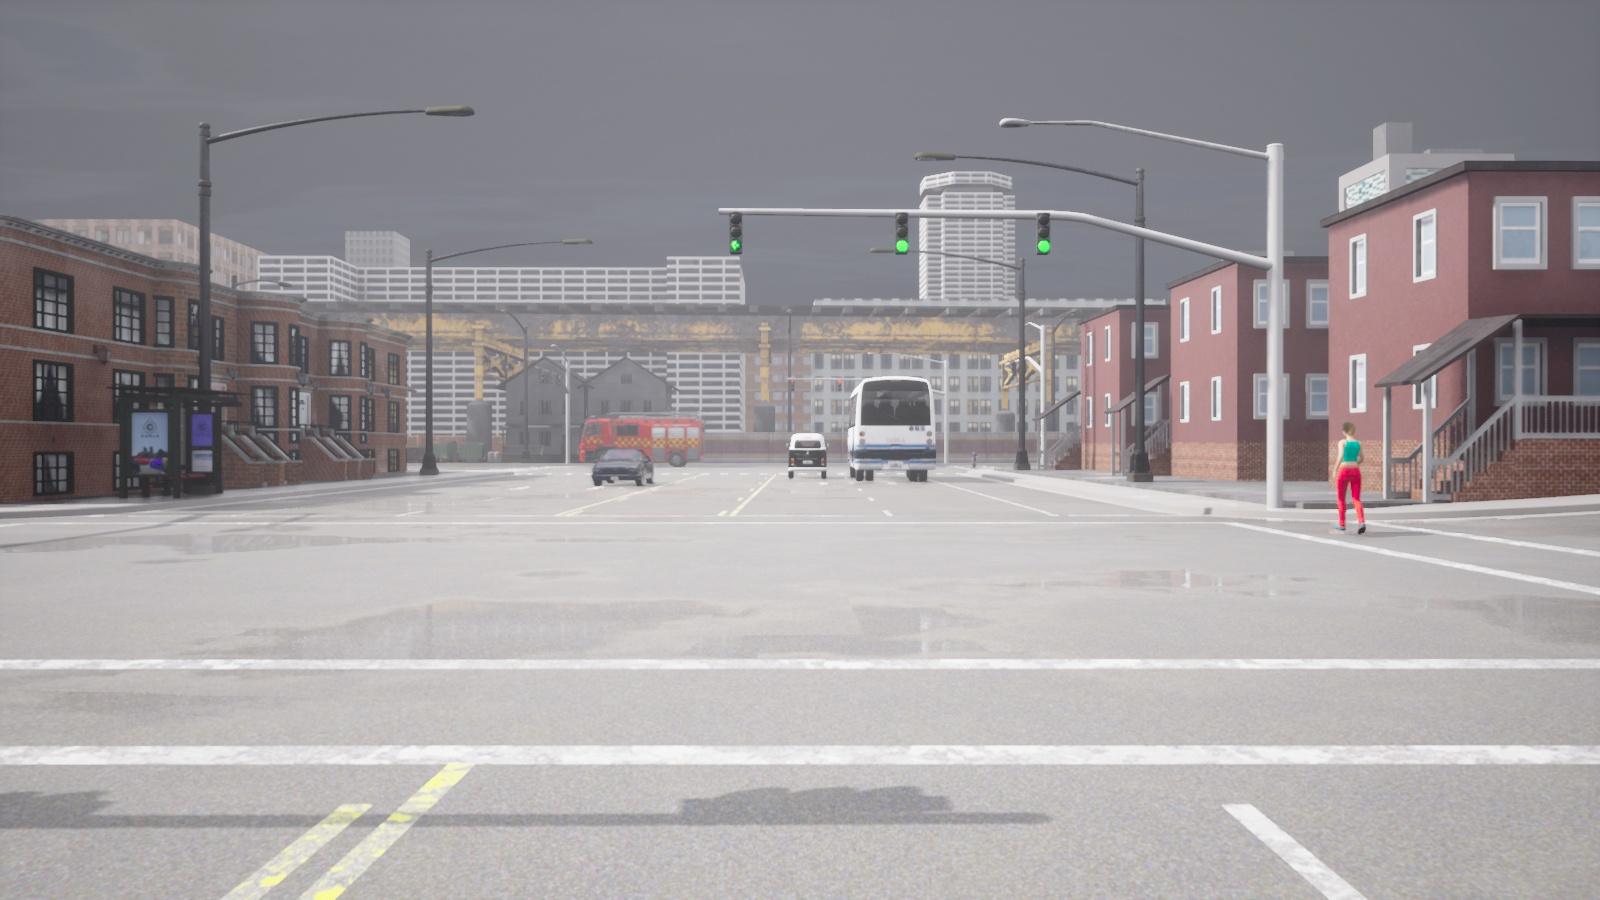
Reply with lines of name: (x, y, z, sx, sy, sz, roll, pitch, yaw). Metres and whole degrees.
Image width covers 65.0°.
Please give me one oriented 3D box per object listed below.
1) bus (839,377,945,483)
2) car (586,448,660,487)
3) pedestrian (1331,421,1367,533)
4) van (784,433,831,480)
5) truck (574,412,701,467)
bus: (3.836, -0.812, 55.156, 3.944, 4.253, 10.273, 0, 0, 0)
car: (-6.706, 0.627, 48.055, 2.033, 1.411, 5.357, 0, 0, 0)
pedestrian: (9.104, 0.439, 20.825, 0.345, 1.836, 0.594, 0, 0, 1)
van: (0.349, 0.277, 57.512, 2.069, 2.038, 4.480, 0, 0, 0)
truck: (-11.271, -0.722, 87.774, 8.468, 3.827, 2.891, 0, 0, 0)
